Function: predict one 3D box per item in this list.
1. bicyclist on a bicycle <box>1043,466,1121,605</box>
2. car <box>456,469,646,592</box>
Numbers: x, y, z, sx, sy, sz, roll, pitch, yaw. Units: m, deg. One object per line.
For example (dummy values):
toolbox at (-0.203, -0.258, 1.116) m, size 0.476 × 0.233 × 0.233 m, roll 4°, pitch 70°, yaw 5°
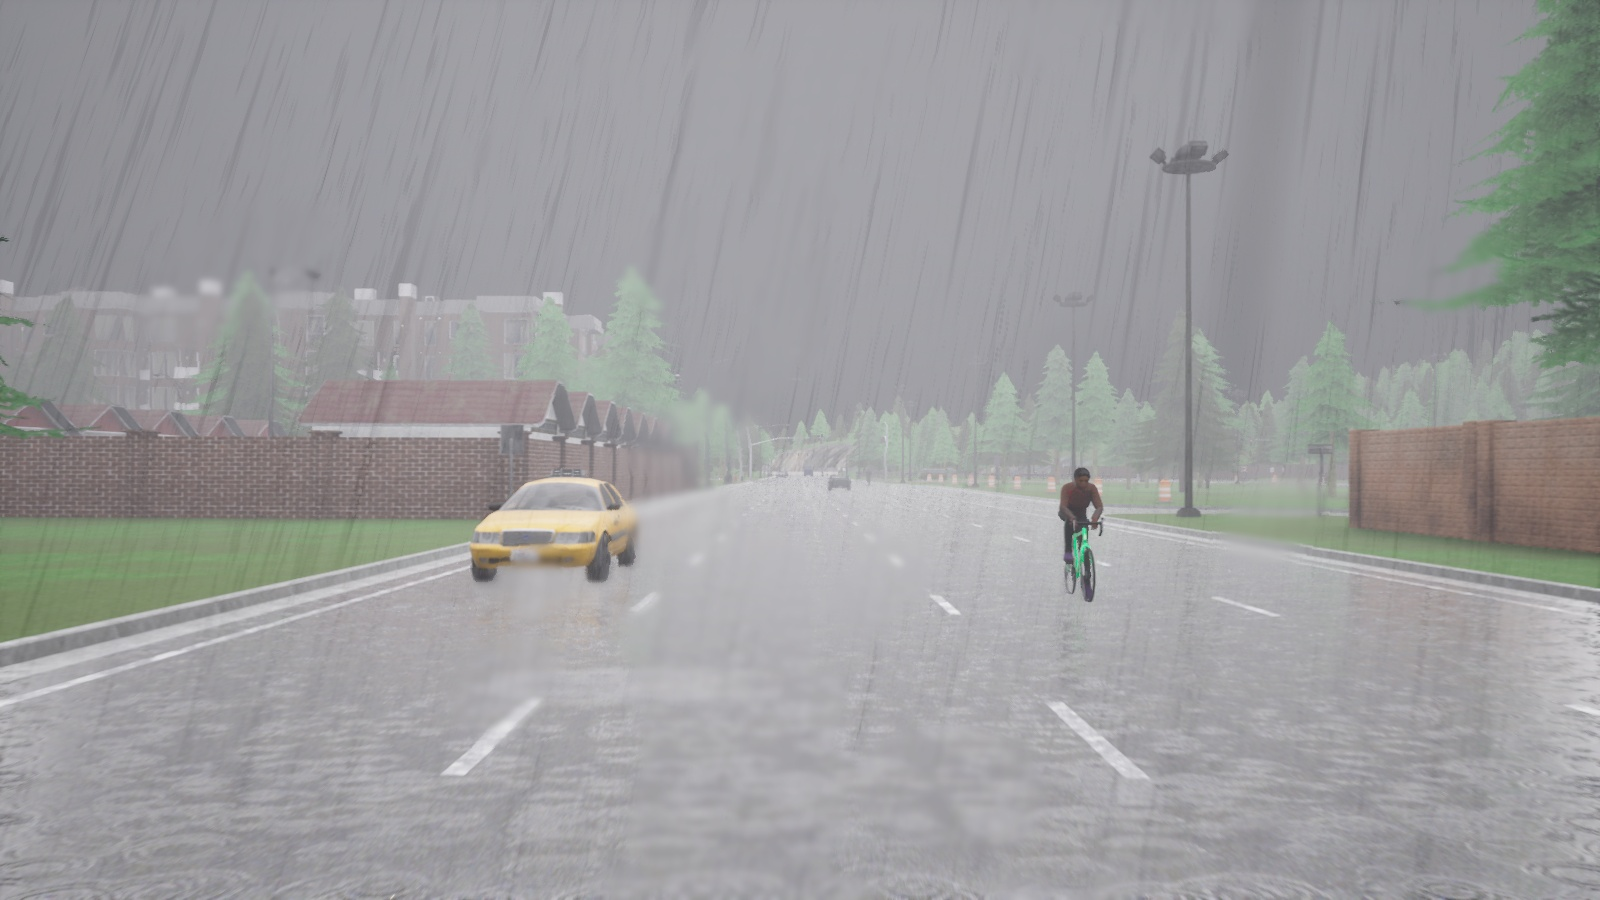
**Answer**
bicyclist on a bicycle at (3.462, 1.013, 15.523) m, size 0.582 × 1.620 × 1.656 m, roll 0°, pitch -1°, yaw 0°
car at (-3.547, 1.084, 18.913) m, size 1.801 × 1.575 × 5.366 m, roll 0°, pitch -1°, yaw 0°
